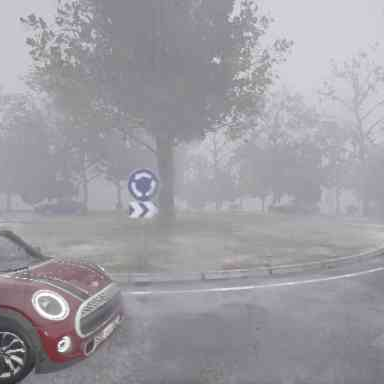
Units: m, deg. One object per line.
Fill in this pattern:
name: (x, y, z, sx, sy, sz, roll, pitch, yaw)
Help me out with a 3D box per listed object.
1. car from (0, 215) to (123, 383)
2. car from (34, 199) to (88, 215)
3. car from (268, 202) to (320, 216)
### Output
car: (-3.399, 1.352, 5.048, 4.553, 1.767, 2.097, 0, 0, 9)
car: (-12.880, 1.476, 32.812, 5.008, 1.535, 1.882, 0, 0, -39)
car: (9.671, 1.599, 31.989, 1.895, 1.301, 4.718, 0, 0, -40)
